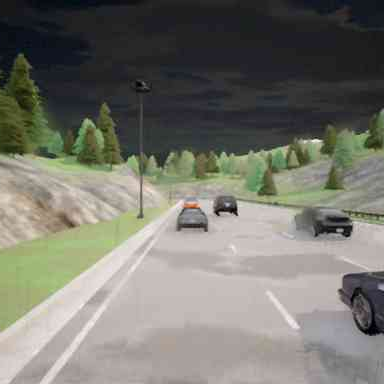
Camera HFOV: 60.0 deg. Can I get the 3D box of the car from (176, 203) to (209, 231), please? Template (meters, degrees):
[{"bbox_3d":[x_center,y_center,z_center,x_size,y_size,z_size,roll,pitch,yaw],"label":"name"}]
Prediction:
[{"bbox_3d":[0.028,1.686,21.685,1.994,1.385,4.181,0,0,0],"label":"car"}]

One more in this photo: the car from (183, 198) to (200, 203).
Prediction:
[{"bbox_3d":[-0.068,1.598,44.000,2.097,1.767,4.553,0,0,0],"label":"car"}]

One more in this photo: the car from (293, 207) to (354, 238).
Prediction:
[{"bbox_3d":[7.050,1.585,18.316,1.837,1.490,4.892,0,0,0],"label":"car"}]

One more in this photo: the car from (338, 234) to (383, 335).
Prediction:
[{"bbox_3d":[3.647,1.557,3.728,2.033,1.411,5.357,0,0,0],"label":"car"}]

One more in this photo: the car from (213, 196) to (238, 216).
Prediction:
[{"bbox_3d":[3.464,1.406,34.971,2.150,2.045,5.566,0,0,0],"label":"car"}]
